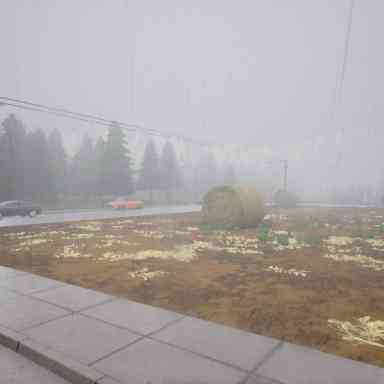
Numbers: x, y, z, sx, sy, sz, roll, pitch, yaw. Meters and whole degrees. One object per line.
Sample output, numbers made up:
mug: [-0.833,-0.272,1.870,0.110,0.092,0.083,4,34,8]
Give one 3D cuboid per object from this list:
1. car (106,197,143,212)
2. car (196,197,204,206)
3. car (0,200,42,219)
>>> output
car: [-8.021,1.379,39.516,2.097,1.767,4.553,0,0,37]
car: [2.531,1.504,53.616,1.882,1.535,5.008,0,0,37]
car: [-15.742,1.531,29.112,1.837,1.490,4.892,0,0,37]
